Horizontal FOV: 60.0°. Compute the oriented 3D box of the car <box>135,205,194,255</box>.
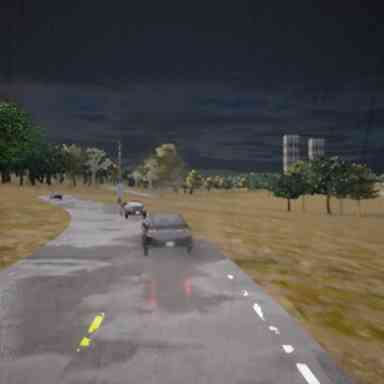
[{"bbox_3d":[-1.150,1.542,13.681,2.128,1.511,4.902,0,0,-10],"label":"car"}]

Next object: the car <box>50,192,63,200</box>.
[{"bbox_3d":[-24.387,0.710,59.691,2.033,1.411,5.357,0,1,-28],"label":"car"}]

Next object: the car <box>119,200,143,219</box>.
[{"bbox_3d":[-5.115,1.440,28.753,1.812,1.442,4.674,0,1,-20],"label":"car"}]
